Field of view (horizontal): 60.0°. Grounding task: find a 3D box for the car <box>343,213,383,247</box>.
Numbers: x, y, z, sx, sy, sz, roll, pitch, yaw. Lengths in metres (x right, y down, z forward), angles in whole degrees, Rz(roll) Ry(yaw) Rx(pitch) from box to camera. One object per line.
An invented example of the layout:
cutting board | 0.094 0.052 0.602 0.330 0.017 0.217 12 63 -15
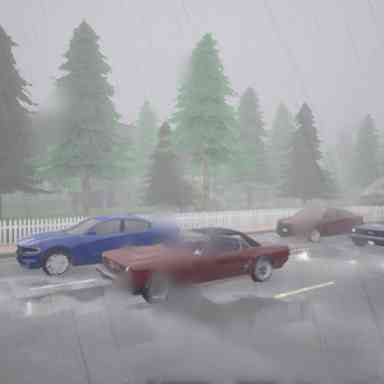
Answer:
car | 8.581 1.591 13.659 4.718 1.301 1.895 0 0 -32

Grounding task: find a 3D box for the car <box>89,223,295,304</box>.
car | 0.150 1.597 8.232 4.718 1.301 1.895 0 0 -33

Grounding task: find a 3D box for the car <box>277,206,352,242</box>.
car | 6.321 1.467 16.329 5.008 1.535 1.882 0 0 -32

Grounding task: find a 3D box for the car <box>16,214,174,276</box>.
car | -2.739 1.475 10.510 5.008 1.535 1.882 0 0 -33
